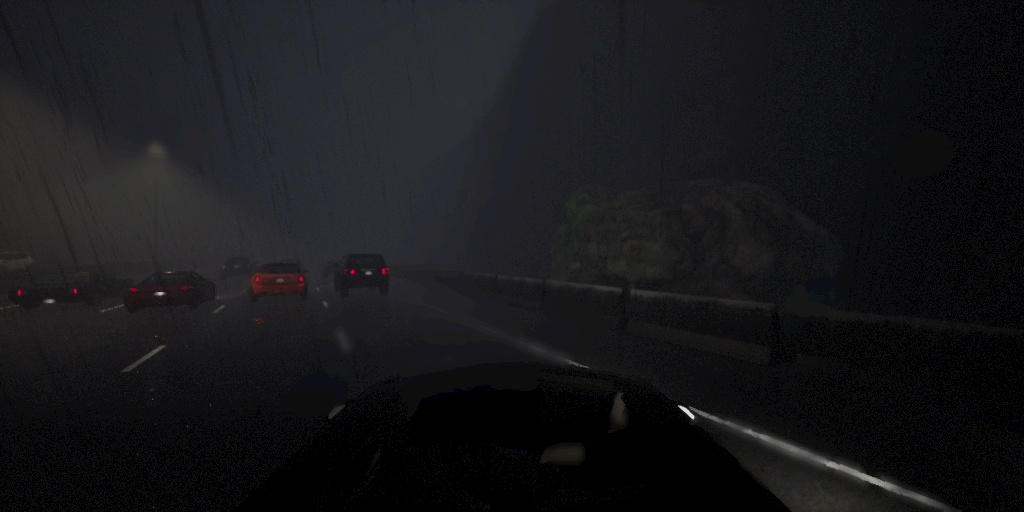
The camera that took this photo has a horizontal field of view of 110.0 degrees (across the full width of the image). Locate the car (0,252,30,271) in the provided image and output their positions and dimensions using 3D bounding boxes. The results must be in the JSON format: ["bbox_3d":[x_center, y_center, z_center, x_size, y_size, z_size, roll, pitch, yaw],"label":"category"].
[{"bbox_3d":[-43.093,0.662,30.010,2.150,2.045,5.566,0,1,-30],"label":"car"}]

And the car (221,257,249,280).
[{"bbox_3d":[-22.578,0.945,29.882,2.097,1.767,4.553,0,1,-31],"label":"car"}]

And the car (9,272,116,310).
[{"bbox_3d":[-17.741,1.315,14.793,1.895,1.301,4.718,0,0,-31],"label":"car"}]

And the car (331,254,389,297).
[{"bbox_3d":[-8.081,0.941,19.085,2.150,2.045,5.566,0,-1,-31],"label":"car"}]

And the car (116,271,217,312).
[{"bbox_3d":[-13.410,1.292,14.340,1.994,1.385,4.181,0,0,-31],"label":"car"}]

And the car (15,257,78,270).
[{"bbox_3d":[-39.577,0.987,30.912,1.812,1.442,4.674,0,1,-30],"label":"car"}]

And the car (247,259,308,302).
[{"bbox_3d":[-11.136,1.077,17.374,2.097,1.767,4.553,0,0,-31],"label":"car"}]

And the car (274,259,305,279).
[{"bbox_3d":[-19.609,1.086,31.737,2.128,1.511,4.902,0,1,-31],"label":"car"}]

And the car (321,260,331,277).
[{"bbox_3d":[-16.516,1.103,33.383,1.837,1.490,4.892,0,0,-31],"label":"car"}]
